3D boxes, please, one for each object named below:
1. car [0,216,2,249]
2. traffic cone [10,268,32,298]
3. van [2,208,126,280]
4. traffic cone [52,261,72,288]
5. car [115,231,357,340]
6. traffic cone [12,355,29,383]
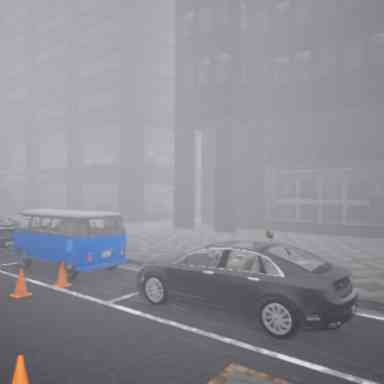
[{"bbox_3d":[-8.282,1.620,13.252,4.403,1.369,2.008,0,0,36],"label":"car"},{"bbox_3d":[-3.794,2.000,7.401,0.340,0.580,0.340,0,-1,36],"label":"traffic cone"},{"bbox_3d":[-3.747,1.407,9.905,3.998,1.788,1.690,0,-1,36],"label":"van"},{"bbox_3d":[-3.199,2.010,8.205,0.340,0.580,0.340,0,-1,36],"label":"traffic cone"},{"bbox_3d":[0.786,1.615,6.555,4.403,1.369,2.008,0,-1,36],"label":"car"},{"bbox_3d":[-1.765,1.978,3.416,0.340,0.580,0.340,0,-1,36],"label":"traffic cone"}]
